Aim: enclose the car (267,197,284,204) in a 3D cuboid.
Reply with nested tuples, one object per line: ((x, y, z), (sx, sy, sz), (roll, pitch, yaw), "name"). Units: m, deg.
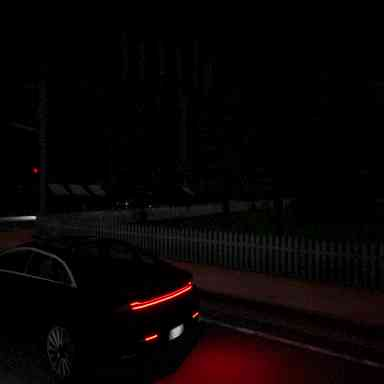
((15.180, 1.547, 59.910), (2.033, 1.411, 5.357), (0, 0, 34), "car")

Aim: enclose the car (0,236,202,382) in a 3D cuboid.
((-2.153, 1.491, 5.477), (4.902, 1.511, 2.128), (0, 0, 36), "car")

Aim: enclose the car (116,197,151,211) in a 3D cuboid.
((-6.991, 1.352, 39.911), (2.097, 1.767, 4.553), (0, 0, 34), "car")

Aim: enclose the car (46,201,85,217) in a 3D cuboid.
((-12.409, 1.564, 31.888), (1.994, 1.385, 4.181), (0, 0, 34), "car")

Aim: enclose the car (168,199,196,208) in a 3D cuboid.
((-1.432, 1.601, 48.131), (1.895, 1.301, 4.718), (0, 0, 34), "car")
